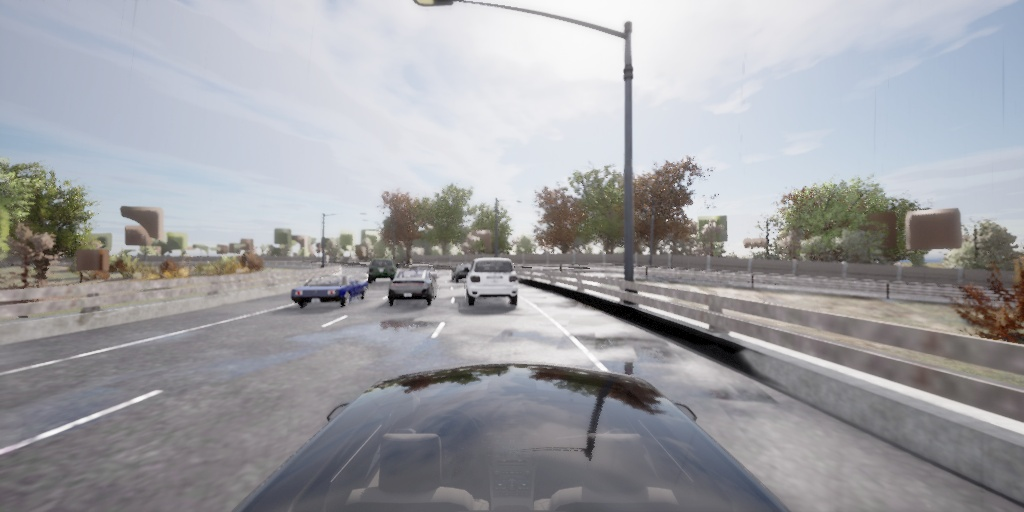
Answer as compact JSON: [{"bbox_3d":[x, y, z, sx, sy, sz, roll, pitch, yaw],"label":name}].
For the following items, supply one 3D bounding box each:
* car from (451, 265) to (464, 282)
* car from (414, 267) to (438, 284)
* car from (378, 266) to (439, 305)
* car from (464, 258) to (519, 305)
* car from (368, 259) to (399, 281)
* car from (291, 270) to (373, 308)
[{"bbox_3d":[-4.493,1.574,33.292,1.837,1.490,4.892,0,0,-16],"label":"car"},{"bbox_3d":[-7.803,1.657,32.158,1.895,1.301,4.718,0,-1,-16],"label":"car"},{"bbox_3d":[-4.572,1.396,16.955,2.128,1.511,4.902,0,0,-8],"label":"car"},{"bbox_3d":[-1.058,1.121,17.152,2.150,2.045,5.566,0,0,-8],"label":"car"},{"bbox_3d":[-11.147,1.264,31.128,2.150,2.045,5.566,0,0,-16],"label":"car"},{"bbox_3d":[-8.008,1.499,16.294,1.895,1.301,4.718,0,-1,-8],"label":"car"}]
